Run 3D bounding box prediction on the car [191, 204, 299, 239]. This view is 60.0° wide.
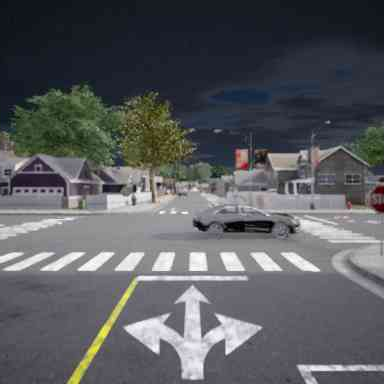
[{"bbox_3d":[2.424,1.300,15.458,4.902,1.511,2.128,0,1,0],"label":"car"}]

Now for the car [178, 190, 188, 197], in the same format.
[{"bbox_3d":[-1.983,0.248,72.585,1.882,1.535,5.008,0,1,0],"label":"car"}]
